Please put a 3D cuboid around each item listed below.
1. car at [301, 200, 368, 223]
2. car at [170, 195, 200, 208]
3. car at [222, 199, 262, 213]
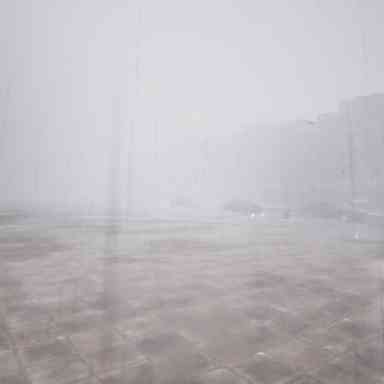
[{"bbox_3d":[10.690,1.426,25.273,1.837,1.490,4.892,-2,2,-35],"label":"car"},{"bbox_3d":[-0.958,1.189,41.781,2.128,1.511,4.902,-2,2,-35],"label":"car"},{"bbox_3d":[4.952,1.376,33.396,1.994,1.385,4.181,-2,2,-36],"label":"car"}]
